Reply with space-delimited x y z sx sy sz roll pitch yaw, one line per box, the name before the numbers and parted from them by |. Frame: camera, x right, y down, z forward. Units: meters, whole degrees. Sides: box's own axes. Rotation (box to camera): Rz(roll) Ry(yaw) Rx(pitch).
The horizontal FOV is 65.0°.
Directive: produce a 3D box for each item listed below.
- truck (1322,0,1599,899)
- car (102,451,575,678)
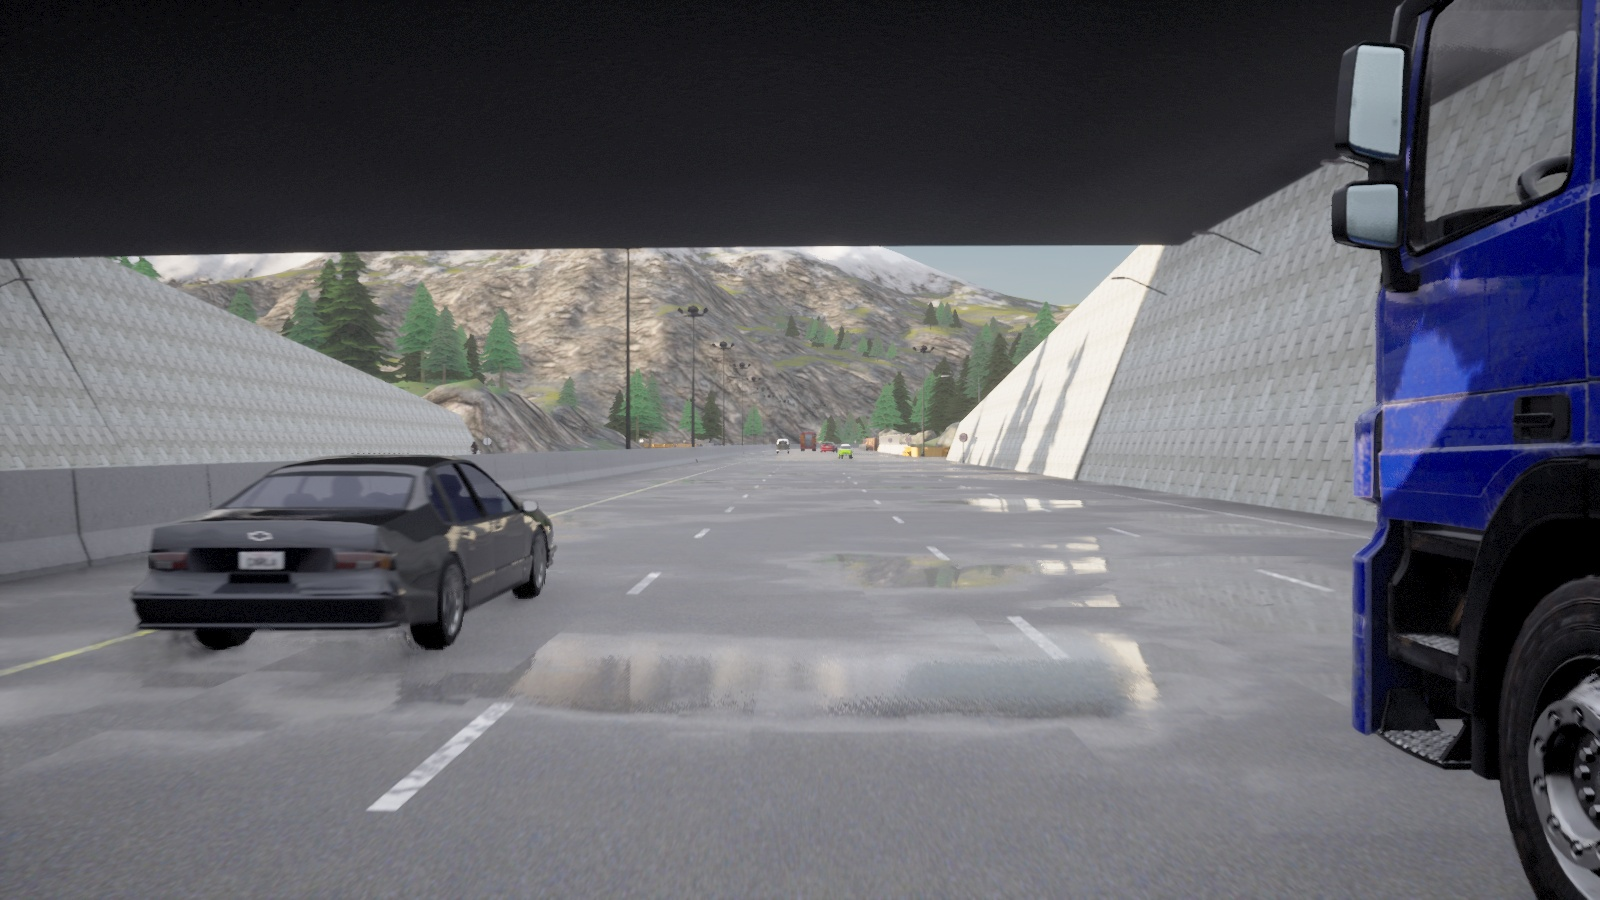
truck | 3.522 -0.239 1.063 2.891 3.462 7.936 0 0 0
car | -3.424 0.731 10.688 2.033 1.411 5.357 0 0 0
